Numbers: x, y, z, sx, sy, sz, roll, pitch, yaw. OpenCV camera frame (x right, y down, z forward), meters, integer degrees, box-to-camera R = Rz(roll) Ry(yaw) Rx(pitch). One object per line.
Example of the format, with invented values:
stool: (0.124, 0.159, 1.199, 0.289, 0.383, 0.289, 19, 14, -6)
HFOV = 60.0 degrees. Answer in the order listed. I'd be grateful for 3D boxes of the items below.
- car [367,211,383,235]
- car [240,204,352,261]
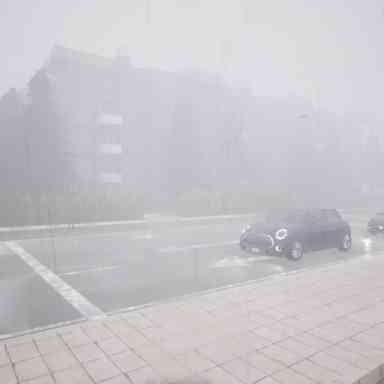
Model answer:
car: (11.233, 1.505, 17.711, 4.892, 1.490, 1.837, 0, 0, -36)
car: (3.920, 1.352, 12.406, 4.553, 1.767, 2.097, 0, 0, -36)
